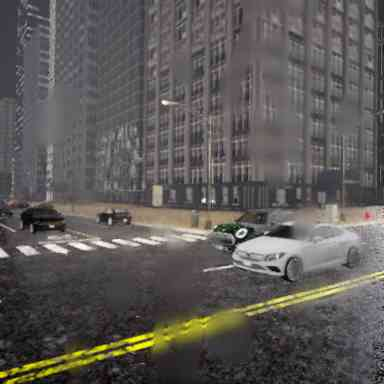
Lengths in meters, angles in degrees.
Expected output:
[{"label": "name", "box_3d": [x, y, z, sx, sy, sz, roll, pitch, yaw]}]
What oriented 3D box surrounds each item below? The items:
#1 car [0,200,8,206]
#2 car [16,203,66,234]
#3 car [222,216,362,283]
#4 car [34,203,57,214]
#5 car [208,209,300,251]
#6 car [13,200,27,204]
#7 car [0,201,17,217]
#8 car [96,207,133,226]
[{"label": "car", "box_3d": [-46.397, 2.729, 81.172, 1.947, 1.339, 4.313, 1, -1, -36]}, {"label": "car", "box_3d": [-9.424, 1.693, 20.935, 1.882, 1.535, 5.008, 1, -1, -36]}, {"label": "car", "box_3d": [3.347, 1.626, 10.086, 4.674, 1.442, 1.812, 1, -1, -36]}, {"label": "car", "box_3d": [-19.717, 2.194, 44.762, 1.947, 1.339, 4.313, 1, -1, -36]}, {"label": "car", "box_3d": [2.859, 1.510, 13.724, 4.553, 1.767, 2.097, 1, -1, -35]}, {"label": "car", "box_3d": [-29.722, 2.395, 58.415, 1.947, 1.339, 4.313, 1, -1, -36]}, {"label": "car", "box_3d": [-21.527, 2.010, 37.464, 2.033, 1.411, 5.357, 1, -1, -36]}, {"label": "car", "box_3d": [-6.274, 1.908, 26.635, 2.008, 1.369, 4.403, 1, -1, -36]}]
